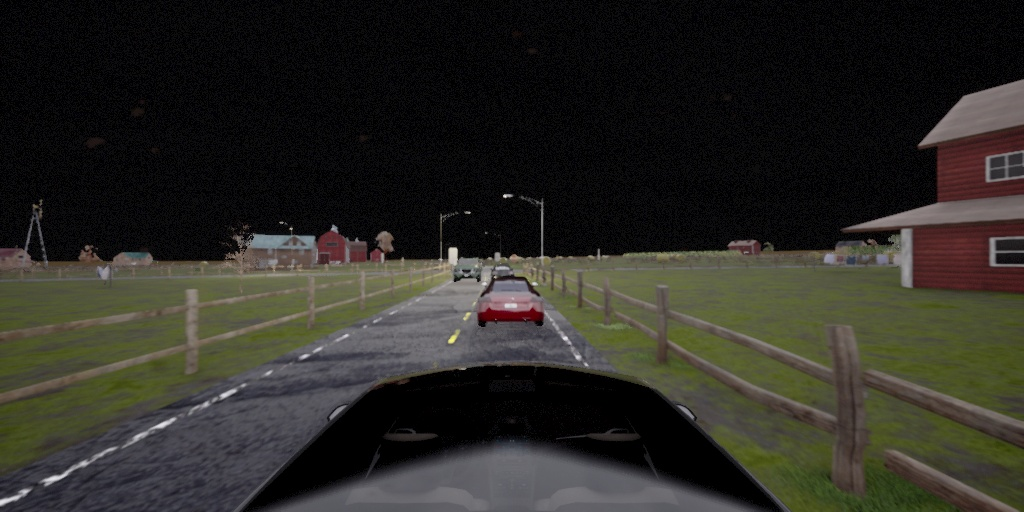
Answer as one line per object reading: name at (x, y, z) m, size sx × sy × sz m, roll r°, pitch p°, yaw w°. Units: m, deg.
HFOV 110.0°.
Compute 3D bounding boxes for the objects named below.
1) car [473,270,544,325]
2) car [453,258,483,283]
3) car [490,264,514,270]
car at (-0.077, 1.353, 11.966) m, size 1.994 × 1.385 × 4.181 m, roll 0°, pitch 0°, yaw -1°
car at (-3.671, 1.147, 30.333) m, size 2.150 × 2.045 × 5.566 m, roll 0°, pitch 0°, yaw -4°
car at (-0.777, 1.389, 28.809) m, size 1.812 × 1.442 × 4.674 m, roll 0°, pitch 0°, yaw -3°
